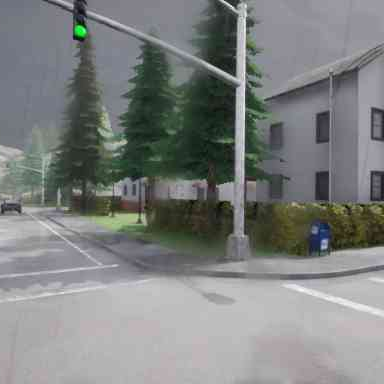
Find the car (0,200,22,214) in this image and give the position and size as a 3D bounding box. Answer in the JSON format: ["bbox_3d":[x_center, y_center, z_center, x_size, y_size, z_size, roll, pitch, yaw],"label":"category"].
[{"bbox_3d":[-20.474,1.658,37.694,1.837,1.490,4.892,1,-1,-32],"label":"car"}]
